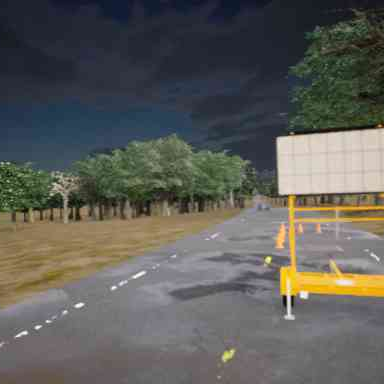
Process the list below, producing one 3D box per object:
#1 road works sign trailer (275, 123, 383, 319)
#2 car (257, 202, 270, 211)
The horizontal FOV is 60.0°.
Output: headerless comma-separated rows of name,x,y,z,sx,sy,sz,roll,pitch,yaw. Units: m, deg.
road works sign trailer,3.049,0.455,7.032,2.380,3.560,2.880,-2,-1,17
car,12.074,2.404,56.102,2.128,1.511,4.902,-2,-2,12
